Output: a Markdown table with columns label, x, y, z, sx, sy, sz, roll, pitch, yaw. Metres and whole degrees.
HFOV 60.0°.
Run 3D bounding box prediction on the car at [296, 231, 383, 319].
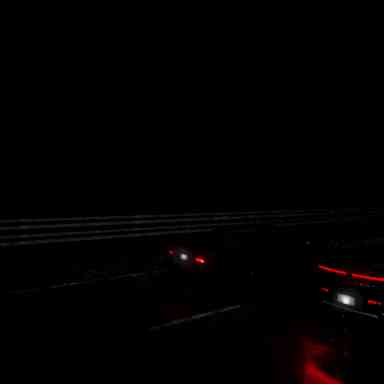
| label | x | y | z | sx | sy | sz | roll | pitch | yaw |
| --- | --- | --- | --- | --- | --- | --- | --- | --- | --- |
| car | 4.563 | 1.585 | 7.003 | 4.892 | 1.490 | 1.837 | 1 | 0 | -35 |

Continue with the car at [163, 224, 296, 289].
| label | x | y | z | sx | sy | sz | roll | pitch | yaw |
| --- | --- | --- | --- | --- | --- | --- | --- | --- | --- |
| car | 1.842 | 1.618 | 9.365 | 5.357 | 1.411 | 2.033 | 1 | 0 | -35 |
